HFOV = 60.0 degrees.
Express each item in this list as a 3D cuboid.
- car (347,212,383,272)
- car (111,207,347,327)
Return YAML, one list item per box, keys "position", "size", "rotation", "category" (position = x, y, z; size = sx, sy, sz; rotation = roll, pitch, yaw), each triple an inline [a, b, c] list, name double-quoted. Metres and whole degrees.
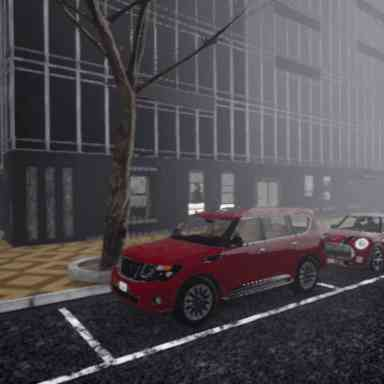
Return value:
- position: [5.505, 1.391, 10.490]
  size: [4.097, 1.590, 1.967]
  rotation: [0, 0, -35]
  category: "car"
- position: [0.864, 1.293, 7.182]
  size: [5.009, 1.841, 2.192]
  rotation: [0, 0, -35]
  category: "car"
